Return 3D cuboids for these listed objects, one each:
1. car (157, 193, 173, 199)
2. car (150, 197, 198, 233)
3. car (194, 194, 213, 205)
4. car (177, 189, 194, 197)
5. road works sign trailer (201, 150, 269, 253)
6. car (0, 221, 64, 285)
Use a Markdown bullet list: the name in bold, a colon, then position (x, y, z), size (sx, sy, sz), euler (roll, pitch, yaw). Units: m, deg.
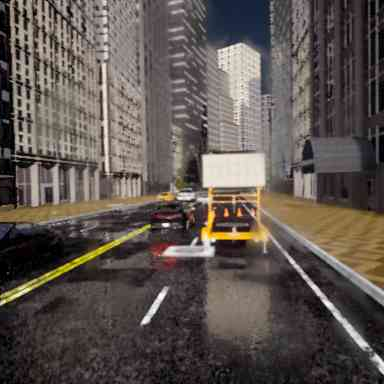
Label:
- **car**: position (-4.083, 0.824, 51.062), size (1.882, 1.535, 5.008), euler (-1, 1, 7)
- **car**: position (-0.968, 1.263, 18.097), size (1.837, 1.490, 4.892), euler (-1, 1, 6)
- **car**: position (1.790, 0.942, 43.512), size (1.895, 1.301, 4.718), euler (-1, 1, 6)
- **car**: position (-0.882, 0.511, 50.580), size (2.150, 2.045, 5.566), euler (-1, 1, 7)
- **road works sign trailer**: position (1.594, 0.251, 12.611), size (2.380, 3.560, 2.880), euler (-1, 1, 7)
- **car**: position (-5.383, 1.532, 9.323), size (1.994, 1.385, 4.181), euler (-1, 1, 6)
